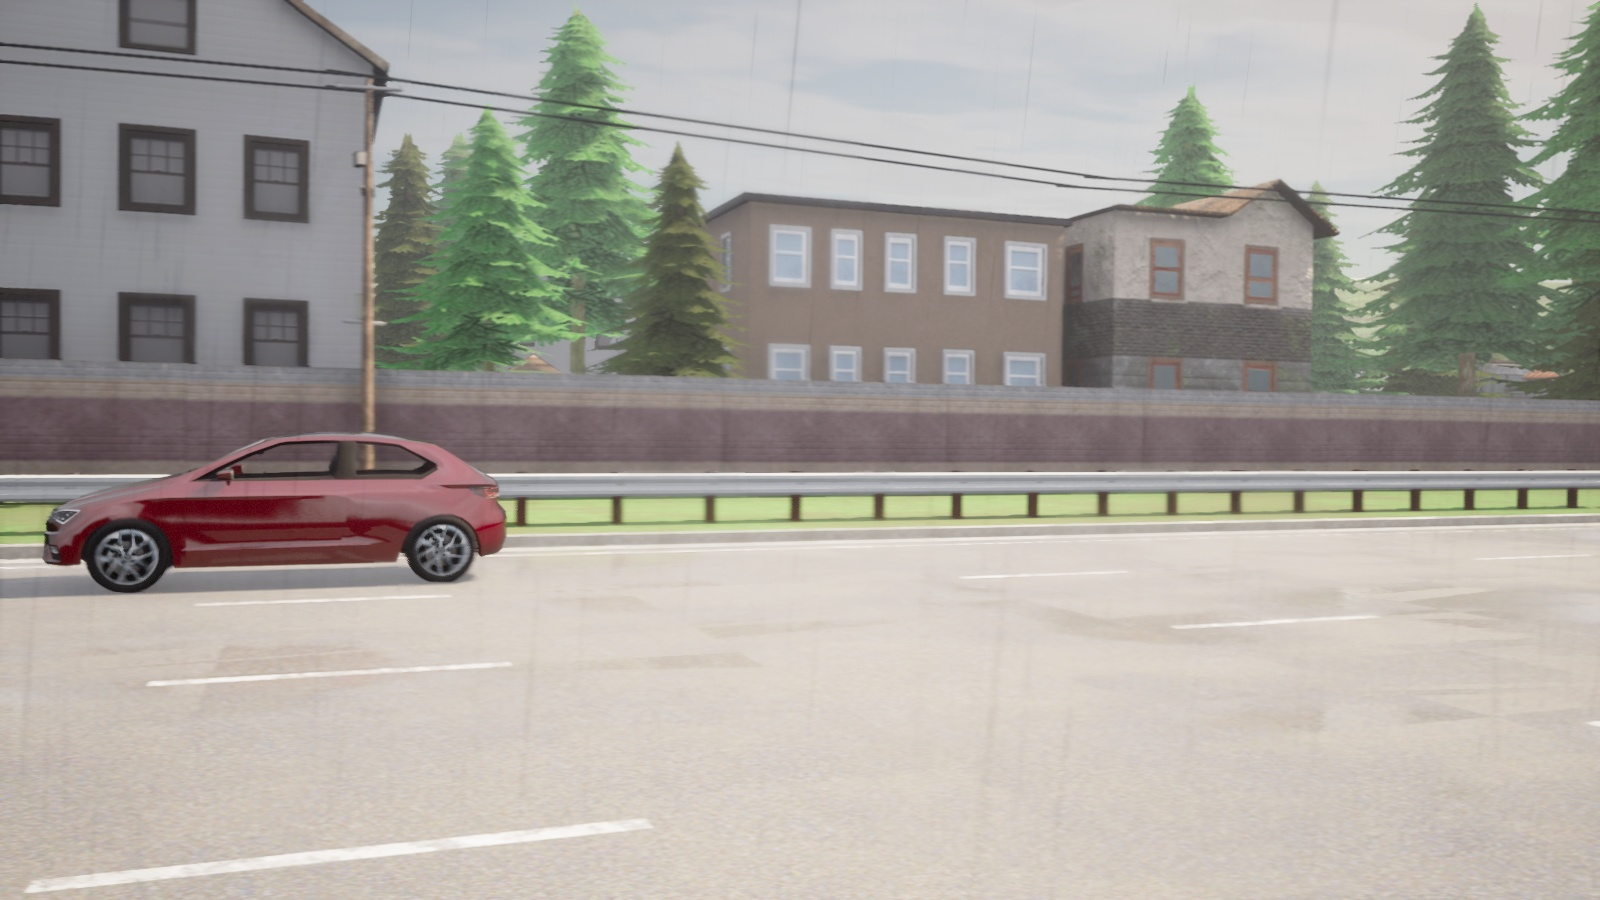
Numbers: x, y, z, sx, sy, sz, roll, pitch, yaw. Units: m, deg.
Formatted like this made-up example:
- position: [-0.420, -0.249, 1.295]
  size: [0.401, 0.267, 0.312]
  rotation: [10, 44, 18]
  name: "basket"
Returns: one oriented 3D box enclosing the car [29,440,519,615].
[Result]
- position: [-5.073, 0.663, 12.544]
  size: [4.193, 1.474, 1.816]
  rotation: [-1, 1, -21]
  name: "car"
